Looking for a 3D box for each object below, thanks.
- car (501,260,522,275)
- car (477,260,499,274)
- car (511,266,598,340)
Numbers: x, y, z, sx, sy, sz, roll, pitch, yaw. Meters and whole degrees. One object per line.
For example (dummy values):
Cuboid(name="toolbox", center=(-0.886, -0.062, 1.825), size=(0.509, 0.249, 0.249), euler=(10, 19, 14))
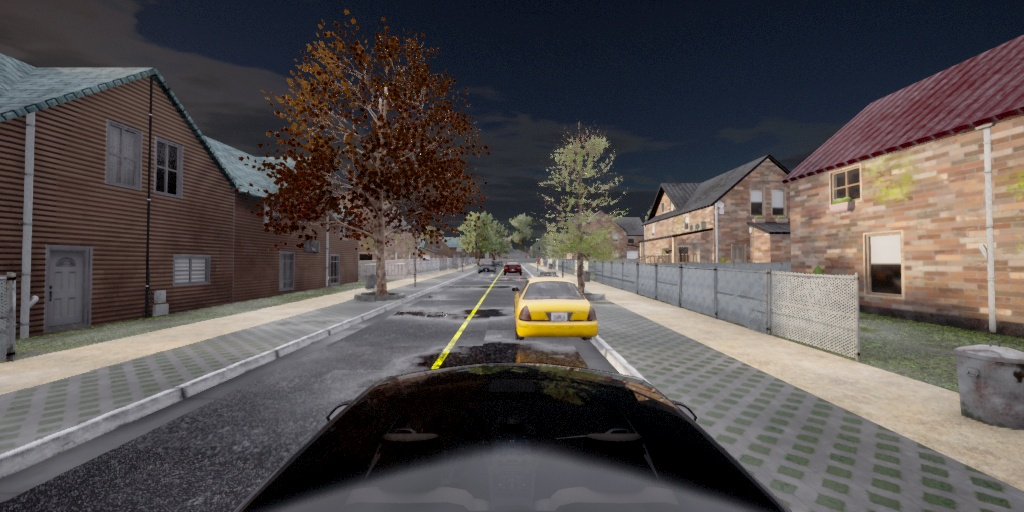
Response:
Cuboid(name="car", center=(0.089, 1.254, 38.814), size=(1.882, 1.535, 5.008), euler=(0, 0, 0))
Cuboid(name="car", center=(-2.838, 1.343, 41.158), size=(1.994, 1.385, 4.181), euler=(0, 0, 0))
Cuboid(name="car", center=(0.964, 1.210, 9.873), size=(1.801, 1.575, 5.366), euler=(0, 0, 0))
